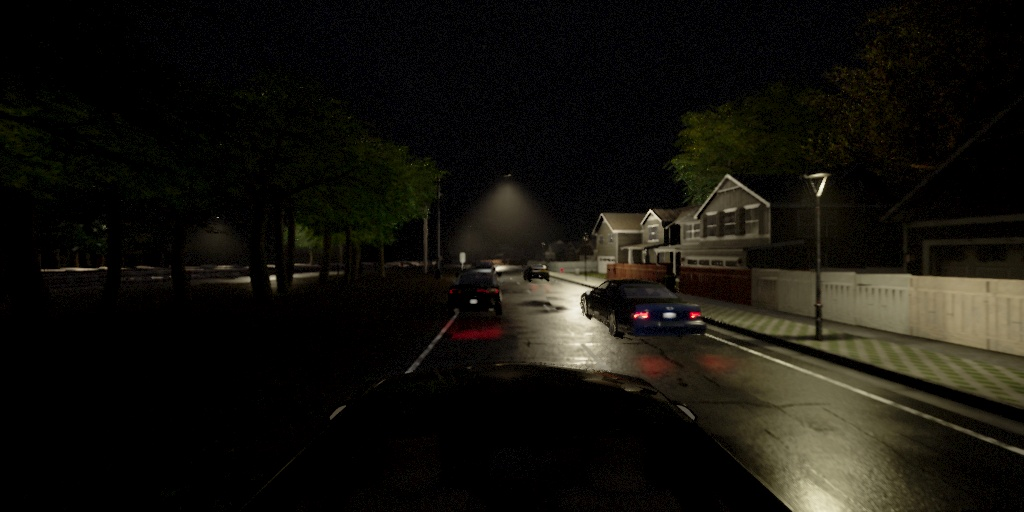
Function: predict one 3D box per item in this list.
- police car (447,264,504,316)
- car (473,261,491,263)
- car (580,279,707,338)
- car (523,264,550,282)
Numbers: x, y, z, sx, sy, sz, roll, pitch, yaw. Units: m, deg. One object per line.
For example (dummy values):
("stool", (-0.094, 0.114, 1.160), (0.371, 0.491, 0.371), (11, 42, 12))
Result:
("police car", (-1.351, 1.294, 14.253), (1.930, 1.638, 5.238), (0, -1, -2))
("car", (-2.349, 1.342, 30.112), (2.097, 1.767, 4.553), (0, 0, -5))
("car", (3.405, 1.380, 10.436), (2.033, 1.411, 5.357), (0, 0, -2))
("car", (2.105, 1.488, 32.034), (2.128, 1.511, 4.902), (0, 0, -5))
